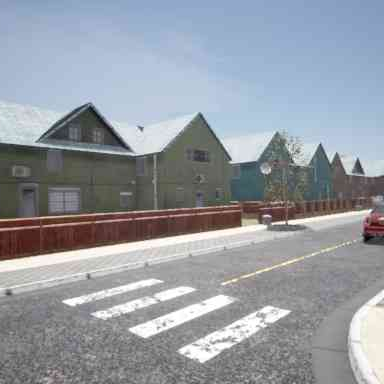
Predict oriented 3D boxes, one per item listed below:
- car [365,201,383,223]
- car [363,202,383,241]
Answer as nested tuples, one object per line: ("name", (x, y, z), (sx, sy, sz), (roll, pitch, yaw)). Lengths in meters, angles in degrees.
("car", (15.081, 1.470, 25.174), (2.033, 1.411, 5.357), (-2, -1, 44))
("car", (9.558, 1.254, 15.224), (2.097, 1.767, 4.553), (-2, -1, 44))
